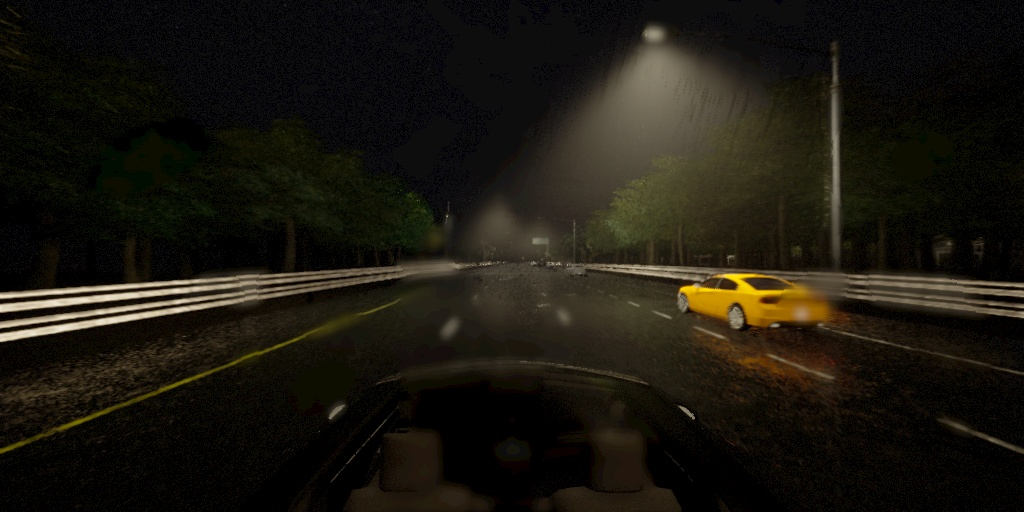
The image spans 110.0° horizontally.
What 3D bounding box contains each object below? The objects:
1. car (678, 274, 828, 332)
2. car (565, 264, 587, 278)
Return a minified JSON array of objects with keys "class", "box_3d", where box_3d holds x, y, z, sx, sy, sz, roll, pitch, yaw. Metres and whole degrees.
[{"class":"car","box_3d":[7.007,1.281,11.148,1.882,1.535,5.008,0,0,0]},{"class":"car","box_3d":[7.092,1.623,39.941,1.812,1.442,4.674,0,-1,0]}]
